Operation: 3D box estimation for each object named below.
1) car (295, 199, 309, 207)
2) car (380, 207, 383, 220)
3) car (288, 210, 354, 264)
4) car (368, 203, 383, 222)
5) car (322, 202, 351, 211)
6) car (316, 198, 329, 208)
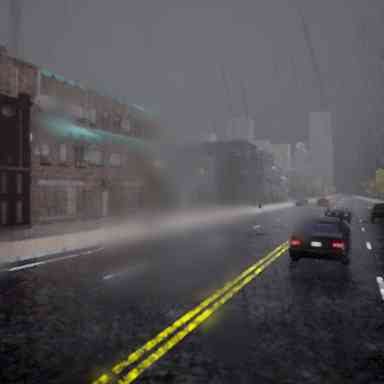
[{"bbox_3d":[18.945,1.878,57.002,2.033,1.411,5.357,0,0,26],"label":"car"},{"bbox_3d":[8.681,1.570,12.712,2.128,1.511,4.902,0,0,26],"label":"car"},{"bbox_3d":[4.807,1.620,12.197,2.033,1.411,5.357,0,0,26],"label":"car"},{"bbox_3d":[15.686,1.642,27.342,1.882,1.535,5.008,0,0,26],"label":"car"},{"bbox_3d":[11.959,1.761,27.115,1.895,1.301,4.718,0,0,26],"label":"car"},{"bbox_3d":[21.858,1.803,55.579,1.882,1.535,5.008,0,0,26],"label":"car"}]
